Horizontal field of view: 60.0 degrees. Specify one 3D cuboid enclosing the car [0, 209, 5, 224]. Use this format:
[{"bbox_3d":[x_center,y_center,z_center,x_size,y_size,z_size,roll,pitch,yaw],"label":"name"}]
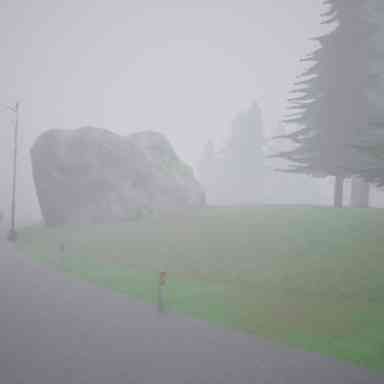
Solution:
[{"bbox_3d":[-21.044,2.271,34.009,2.150,2.045,5.566,3,-4,-12],"label":"car"}]
